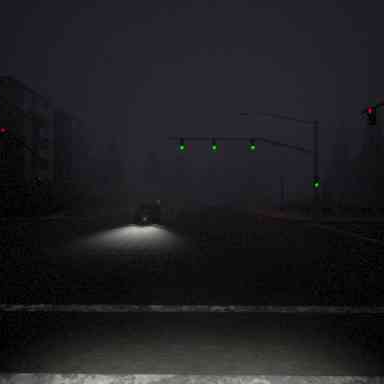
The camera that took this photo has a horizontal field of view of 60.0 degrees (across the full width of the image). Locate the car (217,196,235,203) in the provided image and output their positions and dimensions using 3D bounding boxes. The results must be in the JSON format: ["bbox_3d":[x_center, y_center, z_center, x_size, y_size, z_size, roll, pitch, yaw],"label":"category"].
[{"bbox_3d":[7.368,1.548,71.928,2.128,1.511,4.902,0,0,41],"label":"car"}]

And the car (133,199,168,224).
[{"bbox_3d":[-3.229,1.558,24.972,2.128,1.511,4.902,0,0,-1],"label":"car"}]

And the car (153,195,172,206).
[{"bbox_3d":[-4.903,1.326,51.286,2.097,1.767,4.553,0,0,24],"label":"car"}]
